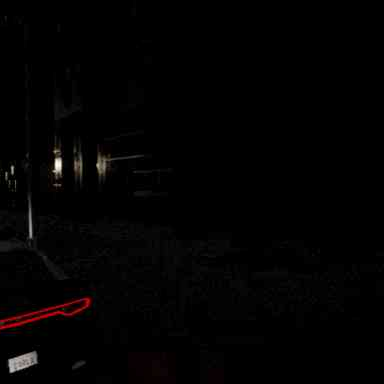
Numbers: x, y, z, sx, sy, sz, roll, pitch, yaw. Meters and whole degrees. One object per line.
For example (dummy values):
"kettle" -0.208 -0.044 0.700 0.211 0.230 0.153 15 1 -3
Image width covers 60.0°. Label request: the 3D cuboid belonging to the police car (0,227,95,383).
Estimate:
"police car" -3.337 1.398 5.034 1.930 1.638 5.238 -2 1 -42
